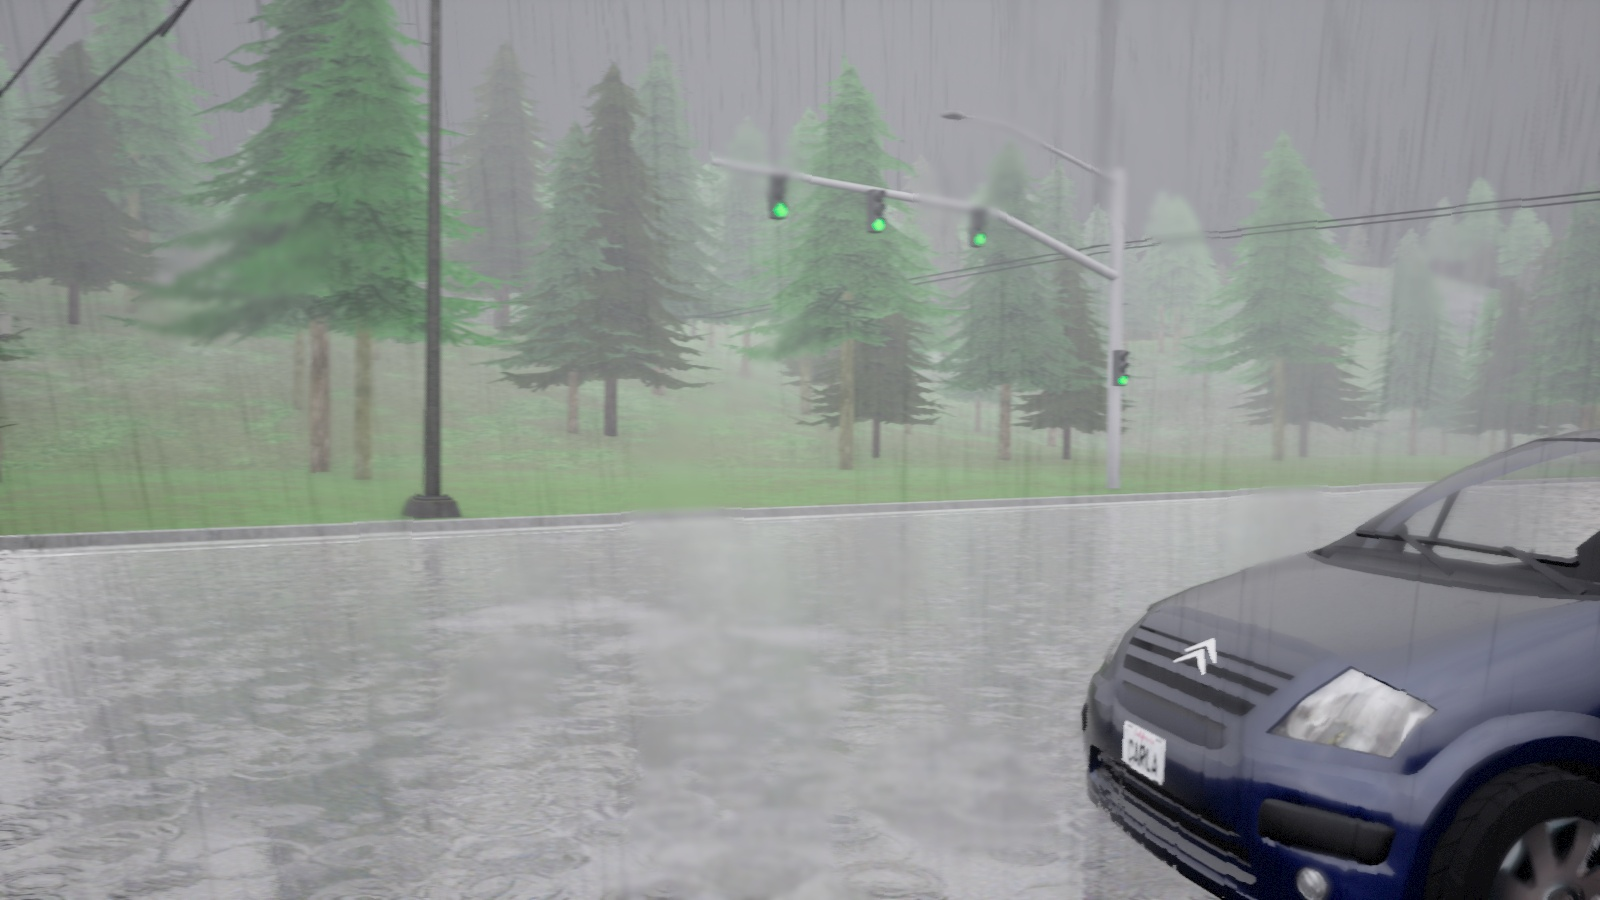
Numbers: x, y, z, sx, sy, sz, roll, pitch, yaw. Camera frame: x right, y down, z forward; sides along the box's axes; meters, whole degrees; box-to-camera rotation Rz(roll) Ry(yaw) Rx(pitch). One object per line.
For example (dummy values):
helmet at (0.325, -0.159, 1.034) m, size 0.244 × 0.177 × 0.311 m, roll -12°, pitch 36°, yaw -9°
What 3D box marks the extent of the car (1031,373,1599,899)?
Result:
car at (3.016, 0.590, 4.227) m, size 3.988 × 1.617 × 1.851 m, roll -1°, pitch 1°, yaw -11°
